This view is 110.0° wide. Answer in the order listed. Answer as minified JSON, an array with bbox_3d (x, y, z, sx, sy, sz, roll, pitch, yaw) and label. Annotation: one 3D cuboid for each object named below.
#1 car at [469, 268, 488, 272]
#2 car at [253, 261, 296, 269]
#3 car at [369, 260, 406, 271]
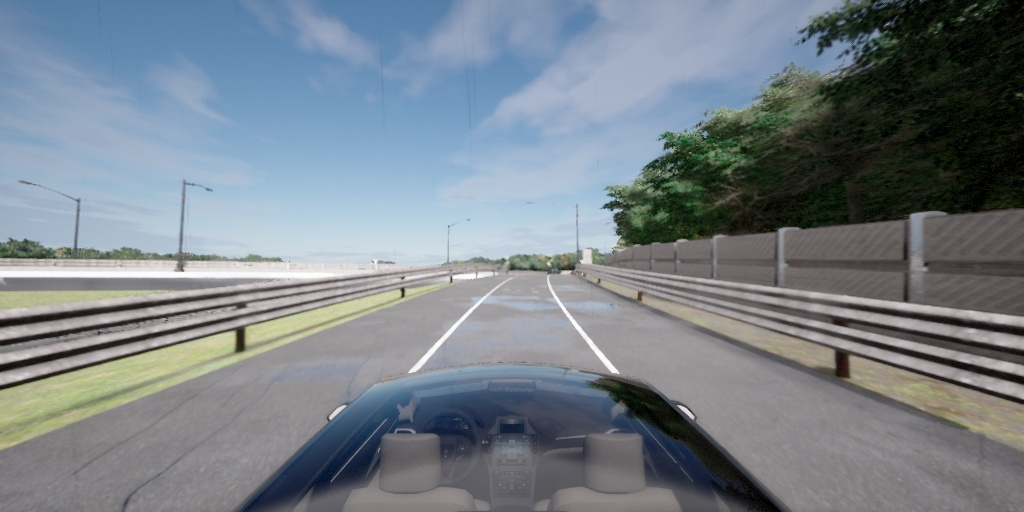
[{"bbox_3d":[-6.687,2.654,64.257,5.357,1.411,2.033,3,-5,-43],"label":"car"},{"bbox_3d":[-31.125,1.418,47.104,4.674,1.442,1.812,2,-4,-25],"label":"car"},{"bbox_3d":[-18.831,1.690,54.569,5.566,2.045,2.150,3,-4,-35],"label":"car"}]
